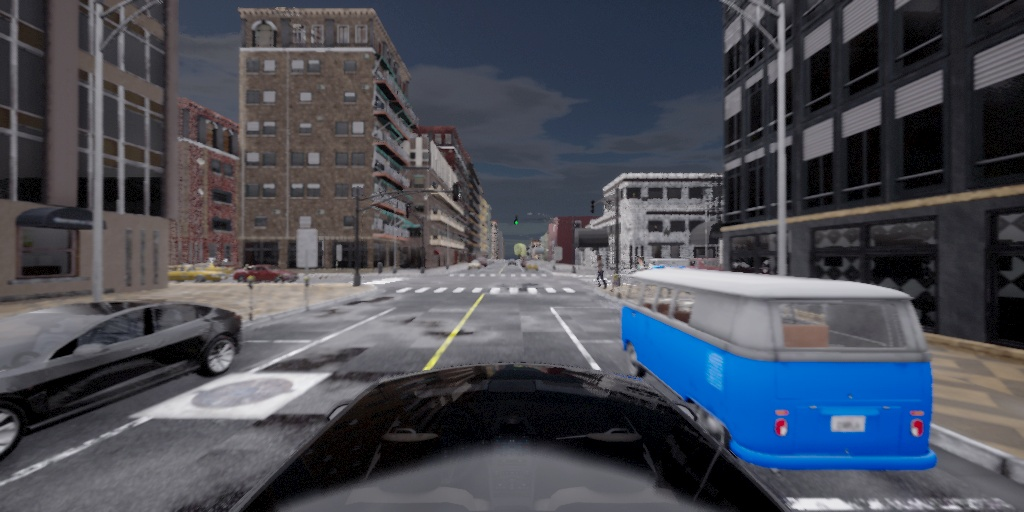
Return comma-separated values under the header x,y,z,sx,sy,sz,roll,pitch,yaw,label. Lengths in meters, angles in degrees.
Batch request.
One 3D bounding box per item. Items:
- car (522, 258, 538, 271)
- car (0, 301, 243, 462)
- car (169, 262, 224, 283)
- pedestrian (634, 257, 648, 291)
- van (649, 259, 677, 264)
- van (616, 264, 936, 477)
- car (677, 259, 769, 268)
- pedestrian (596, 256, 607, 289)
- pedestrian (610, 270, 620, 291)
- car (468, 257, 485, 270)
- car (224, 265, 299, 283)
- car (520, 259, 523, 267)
x,y,z,sx,sy,sz,roll,pitch,yaw,label
2.714,1.307,49.644,1.751,1.417,4.829,0,0,0,car
-5.689,1.317,4.718,1.948,1.339,4.313,0,0,0,car
-22.948,1.218,25.494,4.829,1.417,1.751,0,0,0,car
6.967,0.957,19.377,0.375,1.860,0.375,0,0,0,pedestrian
14.913,1.170,33.946,3.998,1.789,1.690,0,0,0,van
2.658,1.091,4.688,1.690,1.789,3.998,0,0,0,van
14.931,1.104,25.566,5.009,1.841,2.192,0,0,0,car
4.929,0.894,19.979,0.375,1.860,0.375,0,0,0,pedestrian
5.436,1.275,18.776,0.500,1.100,0.500,0,0,0,pedestrian
-5.664,1.315,54.846,1.751,1.417,4.829,0,0,0,car
-17.455,1.284,25.505,4.207,1.307,1.802,0,0,0,car
2.720,1.378,60.552,1.802,1.307,4.207,0,0,0,car
